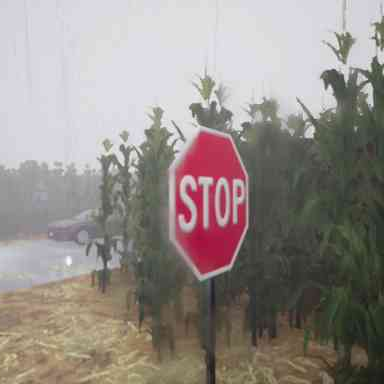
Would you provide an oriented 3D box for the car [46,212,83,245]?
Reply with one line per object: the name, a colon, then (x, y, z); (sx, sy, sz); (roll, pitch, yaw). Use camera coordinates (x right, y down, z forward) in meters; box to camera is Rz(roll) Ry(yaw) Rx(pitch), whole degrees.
car: (-4.400, 1.482, 15.885); (1.882, 1.535, 5.008); (0, 0, 36)
